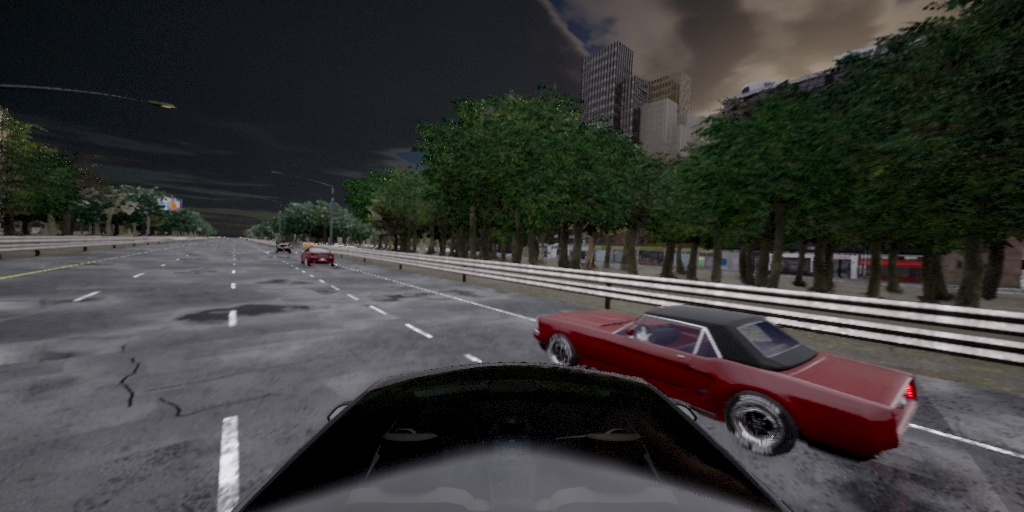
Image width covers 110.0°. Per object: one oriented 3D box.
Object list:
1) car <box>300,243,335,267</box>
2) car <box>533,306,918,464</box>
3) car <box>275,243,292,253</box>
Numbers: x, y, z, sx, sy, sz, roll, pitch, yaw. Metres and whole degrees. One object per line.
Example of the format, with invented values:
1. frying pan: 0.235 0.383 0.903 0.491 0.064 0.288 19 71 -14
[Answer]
1. car: -15.801 0.005 29.045 1.882 1.535 5.008 2 1 -38
2. car: 2.459 1.410 5.369 1.895 1.301 4.718 2 1 -38
3. car: -33.758 -1.239 53.041 1.837 1.490 4.892 2 1 -33
